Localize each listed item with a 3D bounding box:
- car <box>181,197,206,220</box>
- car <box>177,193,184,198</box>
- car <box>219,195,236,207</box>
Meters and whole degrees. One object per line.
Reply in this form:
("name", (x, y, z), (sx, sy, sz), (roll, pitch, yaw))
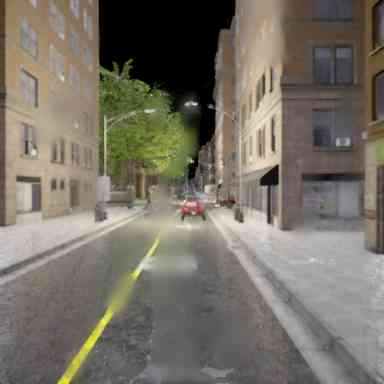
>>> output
("car", (0.108, 1.373, 26.641), (1.812, 1.442, 4.674), (0, 0, 0))
("car", (-2.972, 0.957, 88.518), (2.033, 1.411, 5.357), (0, 0, 0))
("car", (5.947, 1.110, 43.401), (4.553, 1.767, 2.097), (0, 1, -22))
